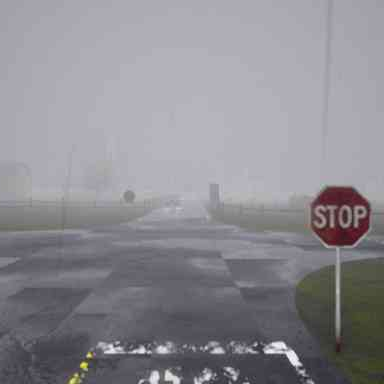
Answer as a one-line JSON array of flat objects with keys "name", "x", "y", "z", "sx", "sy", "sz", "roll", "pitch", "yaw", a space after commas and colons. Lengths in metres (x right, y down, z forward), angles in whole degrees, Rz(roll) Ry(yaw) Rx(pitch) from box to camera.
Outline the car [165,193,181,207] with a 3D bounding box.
[{"name": "car", "x": -2.871, "y": 1.209, "z": 50.560, "sx": 2.150, "sy": 2.045, "sz": 5.566, "roll": 0, "pitch": 0, "yaw": 0}]
